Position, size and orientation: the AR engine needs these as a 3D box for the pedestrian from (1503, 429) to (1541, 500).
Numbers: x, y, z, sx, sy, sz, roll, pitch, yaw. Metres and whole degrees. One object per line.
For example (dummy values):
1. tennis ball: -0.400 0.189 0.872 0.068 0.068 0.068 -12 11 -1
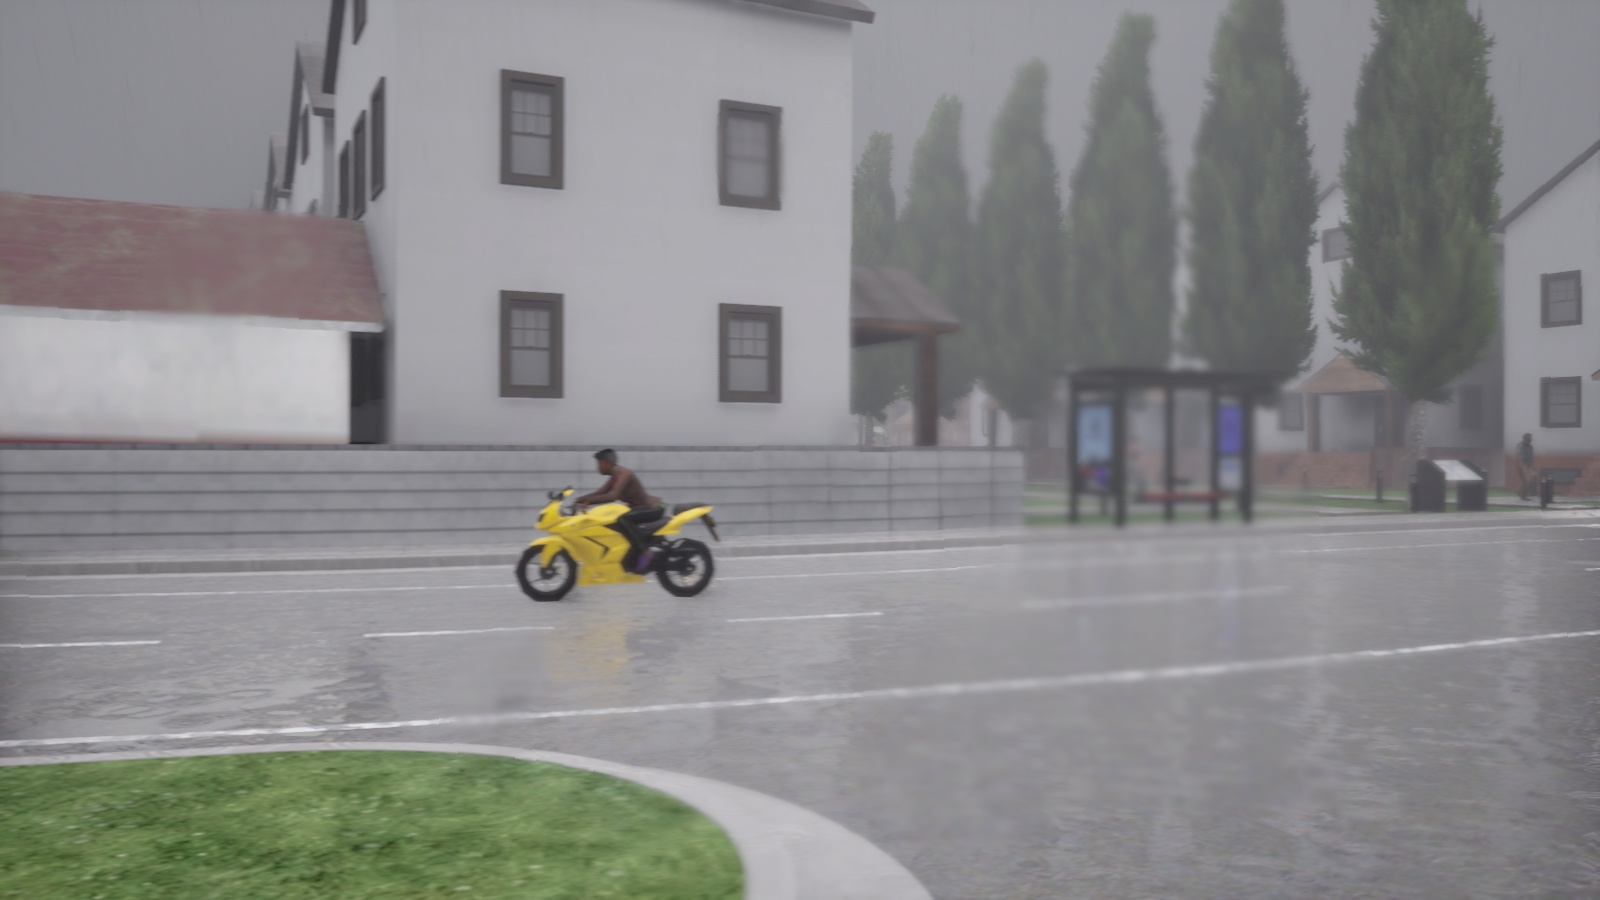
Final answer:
1. pedestrian: 18.949 0.369 32.962 0.540 1.848 0.694 0 0 -26

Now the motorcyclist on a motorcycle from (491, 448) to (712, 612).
1. motorcyclist on a motorcycle: -1.962 0.751 12.417 2.044 1.523 0.797 0 -1 -20
